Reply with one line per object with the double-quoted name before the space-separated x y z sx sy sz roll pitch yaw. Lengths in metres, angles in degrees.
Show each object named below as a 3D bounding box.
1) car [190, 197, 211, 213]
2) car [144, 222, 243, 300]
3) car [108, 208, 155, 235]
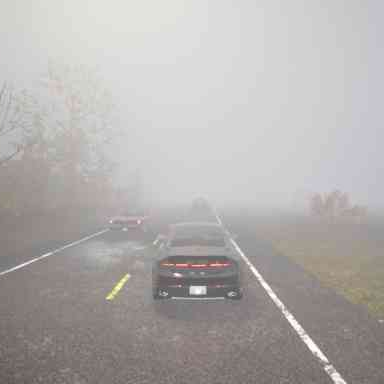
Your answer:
"car" 0.985 1.381 37.446 2.097 1.767 4.553 0 0 4
"car" 0.137 1.508 8.369 1.837 1.490 4.892 0 0 1
"car" -3.384 1.611 19.250 1.895 1.301 4.718 0 0 1
